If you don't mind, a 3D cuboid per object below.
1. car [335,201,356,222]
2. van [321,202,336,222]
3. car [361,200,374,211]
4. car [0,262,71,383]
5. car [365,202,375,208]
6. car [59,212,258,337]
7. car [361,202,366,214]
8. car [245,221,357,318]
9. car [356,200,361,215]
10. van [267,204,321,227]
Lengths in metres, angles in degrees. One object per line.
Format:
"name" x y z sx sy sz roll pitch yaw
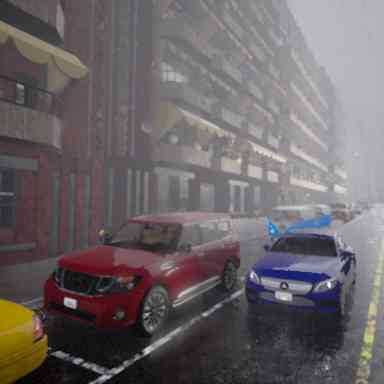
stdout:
"car" 13.618 1.859 30.998 2.192 1.841 5.009 1 0 31
"van" 7.942 1.705 21.505 1.690 1.788 3.998 1 0 31
"car" 30.643 2.433 59.474 2.192 1.841 5.009 1 0 31
"car" -3.500 1.549 2.374 1.752 1.417 4.829 2 0 31
"car" 41.988 3.123 78.459 1.802 1.307 4.206 1 -1 31
"car" -0.569 1.423 7.267 2.192 1.841 5.009 2 0 31
"car" 22.125 2.388 45.236 1.947 1.339 4.313 1 0 31
"car" 2.837 1.658 8.010 1.812 1.442 4.674 0 -1 31
"car" 16.456 1.950 35.743 2.192 1.841 5.009 1 0 31
"van" 5.105 1.617 16.757 1.690 1.788 3.998 1 0 31
